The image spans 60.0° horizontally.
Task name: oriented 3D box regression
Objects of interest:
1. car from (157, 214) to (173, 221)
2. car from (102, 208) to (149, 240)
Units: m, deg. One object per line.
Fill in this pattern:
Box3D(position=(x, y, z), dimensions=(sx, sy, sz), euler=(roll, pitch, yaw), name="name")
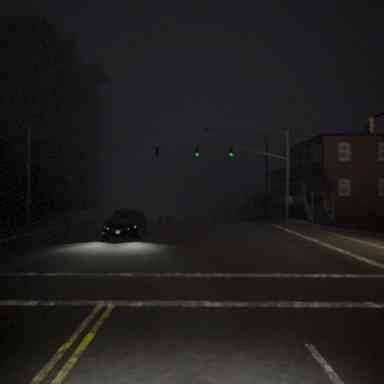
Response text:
Box3D(position=(-3.506, 3.701, 44.025), dimensions=(2.128, 1.511, 4.902), euler=(0, -12, 0), name="car")
Box3D(position=(-3.510, 1.679, 18.140), dimensions=(1.837, 1.490, 4.892), euler=(0, -1, 0), name="car")
